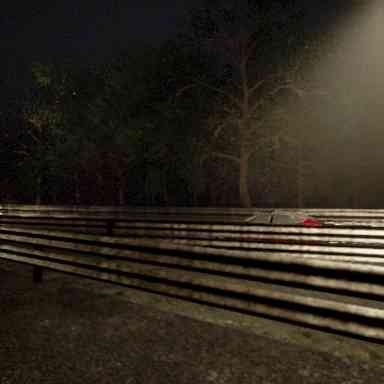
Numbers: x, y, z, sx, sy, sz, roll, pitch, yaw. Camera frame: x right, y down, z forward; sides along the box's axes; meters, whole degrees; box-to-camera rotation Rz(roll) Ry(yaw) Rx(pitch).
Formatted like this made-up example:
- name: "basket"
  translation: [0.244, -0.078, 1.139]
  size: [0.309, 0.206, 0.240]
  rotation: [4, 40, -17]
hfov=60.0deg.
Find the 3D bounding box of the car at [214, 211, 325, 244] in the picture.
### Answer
- name: "car"
  translation: [3.340, 1.592, 14.703]
  size: [4.792, 1.488, 2.163]
  rotation: [0, 0, 22]
